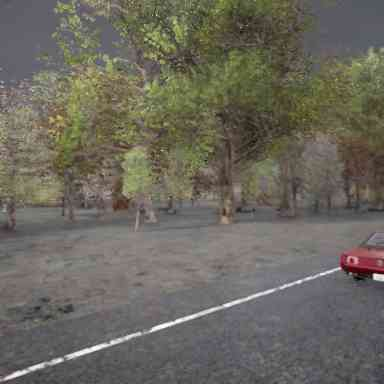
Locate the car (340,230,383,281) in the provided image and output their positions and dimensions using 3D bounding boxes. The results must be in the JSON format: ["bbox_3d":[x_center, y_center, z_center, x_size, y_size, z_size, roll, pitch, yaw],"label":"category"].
[{"bbox_3d":[5.965,1.660,9.013,4.718,1.301,1.895,0,-1,-41],"label":"car"}]
